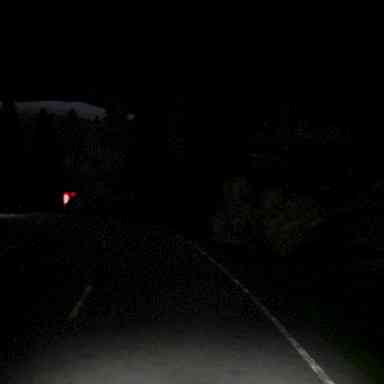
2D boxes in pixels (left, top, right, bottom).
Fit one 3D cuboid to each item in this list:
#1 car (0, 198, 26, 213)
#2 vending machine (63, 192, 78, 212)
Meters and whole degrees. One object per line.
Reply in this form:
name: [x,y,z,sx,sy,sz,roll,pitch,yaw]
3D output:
car: [-19.721,1.357,34.771,4.902,1.511,2.128,0,0,22]
vending machine: [-12.904,1.032,35.336,0.880,2.100,1.100,0,0,32]
